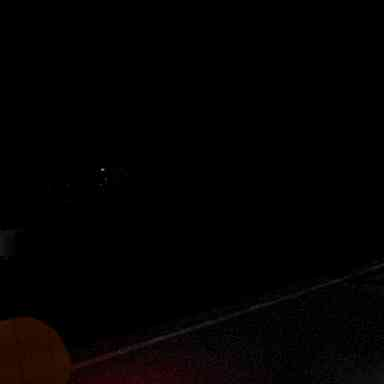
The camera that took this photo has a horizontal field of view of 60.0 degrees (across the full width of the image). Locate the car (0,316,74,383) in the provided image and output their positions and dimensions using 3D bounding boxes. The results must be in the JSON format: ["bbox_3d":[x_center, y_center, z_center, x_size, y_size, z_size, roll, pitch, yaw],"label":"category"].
[{"bbox_3d":[-3.024,1.507,1.280,5.008,1.535,1.882,0,-1,-38],"label":"car"}]
